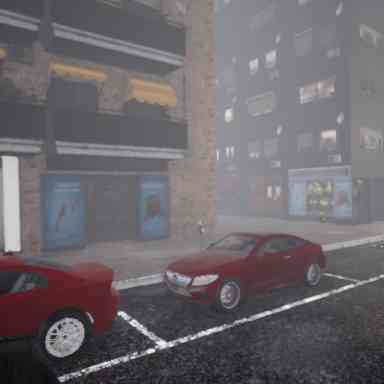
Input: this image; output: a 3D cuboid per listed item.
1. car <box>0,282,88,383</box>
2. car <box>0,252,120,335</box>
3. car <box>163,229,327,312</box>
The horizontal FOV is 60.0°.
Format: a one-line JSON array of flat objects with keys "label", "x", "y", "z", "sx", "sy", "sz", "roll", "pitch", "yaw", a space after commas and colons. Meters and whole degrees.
[{"label": "car", "x": -2.944, "y": 1.614, "z": 1.278, "sx": 4.718, "sy": 1.301, "sz": 1.895, "roll": -1, "pitch": 0, "yaw": -35}, {"label": "car", "x": -3.197, "y": 1.546, "z": 4.292, "sx": 4.507, "sy": 1.381, "sz": 1.887, "roll": -1, "pitch": 0, "yaw": -35}, {"label": "car", "x": 1.365, "y": 1.543, "z": 7.542, "sx": 4.206, "sy": 1.307, "sz": 1.802, "roll": -1, "pitch": 0, "yaw": -35}]
